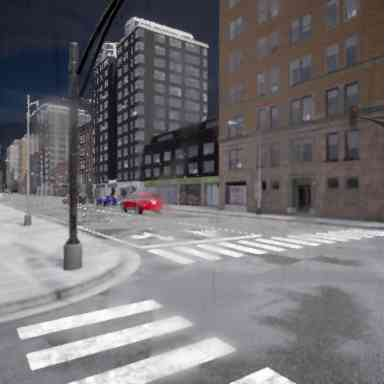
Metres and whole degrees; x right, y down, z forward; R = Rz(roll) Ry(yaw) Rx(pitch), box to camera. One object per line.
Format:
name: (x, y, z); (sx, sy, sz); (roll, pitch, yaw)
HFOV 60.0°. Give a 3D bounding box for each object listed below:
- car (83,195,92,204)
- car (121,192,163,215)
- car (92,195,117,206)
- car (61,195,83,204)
car: (-18.266, 1.200, 57.217); (2.128, 1.511, 4.902); (0, 0, -34)
car: (-4.849, 1.052, 31.710); (2.150, 2.045, 5.566); (0, 0, -34)
car: (-12.639, 1.236, 48.967); (1.882, 1.535, 5.008); (0, 0, -34)
car: (-19.567, 1.233, 53.489); (1.812, 1.442, 4.674); (0, 0, -34)
